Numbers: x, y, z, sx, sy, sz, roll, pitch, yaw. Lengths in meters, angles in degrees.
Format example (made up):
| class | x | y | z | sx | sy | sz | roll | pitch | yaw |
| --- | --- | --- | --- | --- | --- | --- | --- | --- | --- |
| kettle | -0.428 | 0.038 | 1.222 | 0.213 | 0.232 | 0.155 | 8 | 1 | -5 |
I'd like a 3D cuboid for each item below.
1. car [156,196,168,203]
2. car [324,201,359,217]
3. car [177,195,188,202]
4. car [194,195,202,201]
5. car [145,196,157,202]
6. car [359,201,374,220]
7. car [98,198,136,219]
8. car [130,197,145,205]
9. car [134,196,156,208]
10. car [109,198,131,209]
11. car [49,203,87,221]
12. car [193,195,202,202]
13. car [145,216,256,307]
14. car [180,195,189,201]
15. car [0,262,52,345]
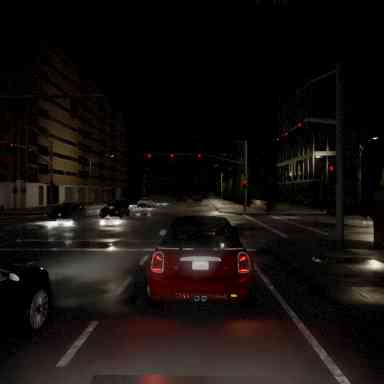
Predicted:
| class | x | y | z | sx | sy | sz | roll | pitch | yaw |
| --- | --- | --- | --- | --- | --- | --- | --- | --- | --- |
| car | -5.982 | 1.564 | 66.449 | 1.994 | 1.385 | 4.181 | 0 | 0 | 2 |
| car | 14.516 | 1.547 | 30.045 | 4.902 | 1.511 | 2.128 | 0 | 0 | 1 |
| car | -2.228 | 1.524 | 73.881 | 2.128 | 1.511 | 4.902 | 0 | 0 | 2 |
| car | 1.576 | 1.478 | 84.013 | 1.882 | 1.535 | 5.008 | 0 | 0 | 2 |
| car | -9.209 | 1.566 | 74.743 | 1.895 | 1.301 | 4.718 | 0 | 0 | 2 |
| car | 16.702 | 1.603 | 26.497 | 5.357 | 1.411 | 2.033 | 0 | 0 | 1 |
| car | -6.778 | 1.574 | 29.723 | 2.033 | 1.411 | 5.357 | 0 | 0 | 0 |
| car | -9.733 | 1.563 | 59.795 | 1.994 | 1.385 | 4.181 | 0 | 0 | 2 |
| car | -6.598 | 1.526 | 46.985 | 1.812 | 1.442 | 4.674 | 0 | 0 | 1 |
| car | -10.098 | 1.601 | 46.984 | 1.895 | 1.301 | 4.718 | 0 | 0 | 1 |
| car | -10.286 | 1.592 | 27.846 | 1.994 | 1.385 | 4.181 | 0 | 0 | 0 |
| car | 1.271 | 1.478 | 73.859 | 1.882 | 1.535 | 5.008 | 0 | 0 | 2 |
| car | 0.223 | 1.352 | 8.139 | 2.097 | 1.767 | 4.553 | 0 | 0 | 2 |
| car | -1.927 | 1.540 | 83.967 | 2.033 | 1.411 | 5.357 | 0 | 0 | 2 |
| car | -3.395 | 1.492 | 3.911 | 2.128 | 1.511 | 4.902 | 0 | 0 | 1 |
